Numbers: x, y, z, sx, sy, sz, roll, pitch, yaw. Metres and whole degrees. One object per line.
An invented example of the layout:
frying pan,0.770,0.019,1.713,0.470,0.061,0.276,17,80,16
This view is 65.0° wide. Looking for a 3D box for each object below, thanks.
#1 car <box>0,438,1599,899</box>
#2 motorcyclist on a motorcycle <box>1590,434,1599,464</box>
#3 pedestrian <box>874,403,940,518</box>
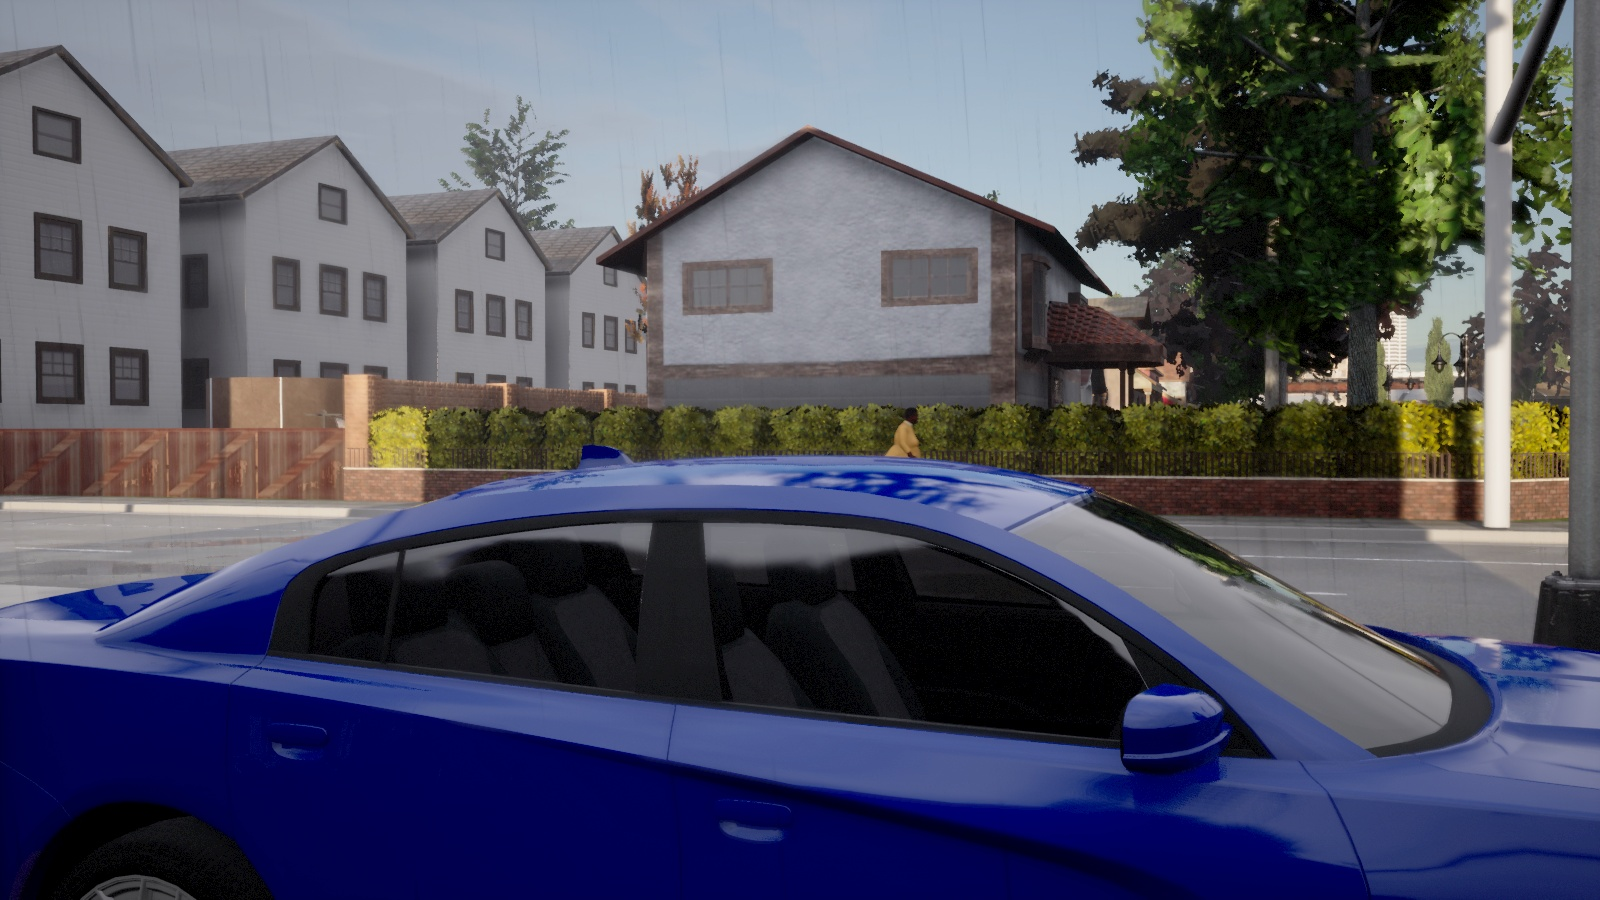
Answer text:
car,0.253,0.755,3.108,5.008,1.535,1.882,1,1,19
motorcyclist on a motorcycle,41.076,-0.068,64.059,0.797,1.523,2.044,1,1,18
pedestrian,1.774,0.157,20.713,0.900,1.855,0.874,1,1,18
